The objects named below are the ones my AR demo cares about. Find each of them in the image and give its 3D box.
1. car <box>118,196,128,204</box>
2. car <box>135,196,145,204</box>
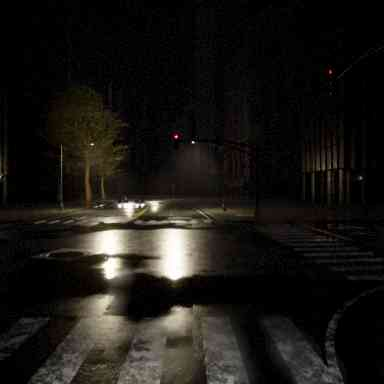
[{"bbox_3d":[-13.689,1.535,66.345,2.128,1.511,4.902,0,0,-9],"label":"car"},{"bbox_3d":[-10.477,1.535,66.843,2.128,1.511,4.902,0,0,-9],"label":"car"}]
